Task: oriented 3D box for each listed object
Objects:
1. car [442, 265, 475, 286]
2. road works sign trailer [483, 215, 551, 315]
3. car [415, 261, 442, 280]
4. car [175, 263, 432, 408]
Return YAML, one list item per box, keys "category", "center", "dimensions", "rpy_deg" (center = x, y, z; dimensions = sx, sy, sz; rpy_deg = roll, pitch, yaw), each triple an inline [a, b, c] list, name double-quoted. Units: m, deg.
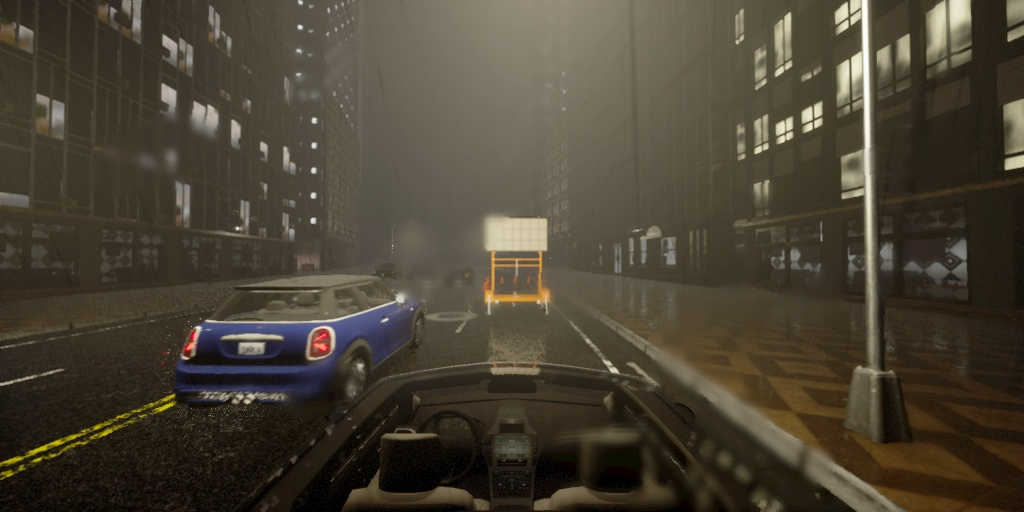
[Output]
- category: "car"
  center: [-3.615, 1.412, 25.679]
  dimensions: [1.895, 1.301, 4.718]
  rpy_deg: [0, 0, -4]
- category: "road works sign trailer"
  center: [0.184, 0.246, 13.860]
  dimensions: [2.380, 3.560, 2.880]
  rpy_deg: [0, 0, -2]
- category: "car"
  center: [-7.422, 1.366, 30.178]
  dimensions: [2.033, 1.411, 5.357]
  rpy_deg: [0, 0, -5]
- category: "car"
  center: [-3.056, 1.117, 6.363]
  dimensions: [2.097, 1.767, 4.553]
  rpy_deg: [0, 0, 1]
